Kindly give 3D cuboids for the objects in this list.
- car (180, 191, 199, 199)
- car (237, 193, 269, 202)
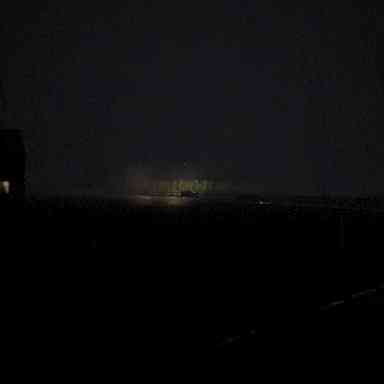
[{"bbox_3d":[-0.572,0.524,66.507,1.812,1.442,4.674,0,1,-35],"label":"car"},{"bbox_3d":[9.497,0.853,52.245,2.033,1.411,5.357,0,1,-35],"label":"car"}]
